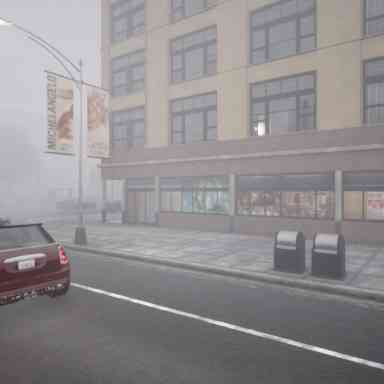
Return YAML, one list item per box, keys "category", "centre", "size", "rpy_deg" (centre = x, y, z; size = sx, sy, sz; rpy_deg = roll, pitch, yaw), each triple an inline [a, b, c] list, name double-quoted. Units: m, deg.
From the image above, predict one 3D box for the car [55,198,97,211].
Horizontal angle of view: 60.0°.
- category: "car"
  centre: [-13.301, 1.487, 38.408]
  size: [2.128, 1.511, 4.902]
  rpy_deg: [0, 0, 36]

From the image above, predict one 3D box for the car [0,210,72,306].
- category: "car"
  centre: [-4.763, 1.351, 7.369]
  size: [4.553, 1.767, 2.097]
  rpy_deg: [0, 0, 36]

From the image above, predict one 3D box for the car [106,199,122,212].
- category: "car"
  centre: [-8.420, 1.560, 39.194]
  size: [1.994, 1.385, 4.181]
  rpy_deg: [0, 0, 36]
